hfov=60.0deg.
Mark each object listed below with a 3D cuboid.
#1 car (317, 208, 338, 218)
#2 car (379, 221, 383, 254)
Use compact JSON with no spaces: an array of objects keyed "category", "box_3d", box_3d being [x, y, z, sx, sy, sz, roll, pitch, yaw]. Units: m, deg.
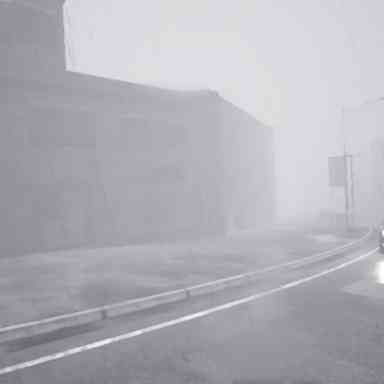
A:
[{"category":"car","box_3d":[21.741,3.341,53.153,1.882,1.535,5.008,-3,-3,-1]},{"category":"car","box_3d":[9.133,1.559,13.646,2.097,1.767,4.553,-1,-2,37]}]
